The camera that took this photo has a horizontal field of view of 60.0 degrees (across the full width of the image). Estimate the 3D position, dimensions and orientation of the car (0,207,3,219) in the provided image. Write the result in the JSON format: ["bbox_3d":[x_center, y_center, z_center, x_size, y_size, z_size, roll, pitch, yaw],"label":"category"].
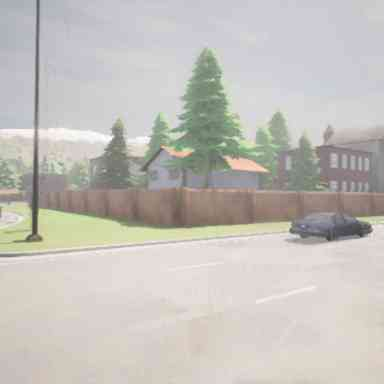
[{"bbox_3d":[-17.413,1.577,28.599,2.033,1.411,5.357,1,-1,-29],"label":"car"}]

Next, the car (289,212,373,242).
[{"bbox_3d":[7.458,1.753,17.666,5.357,1.411,2.033,1,-1,-35],"label":"car"}]
